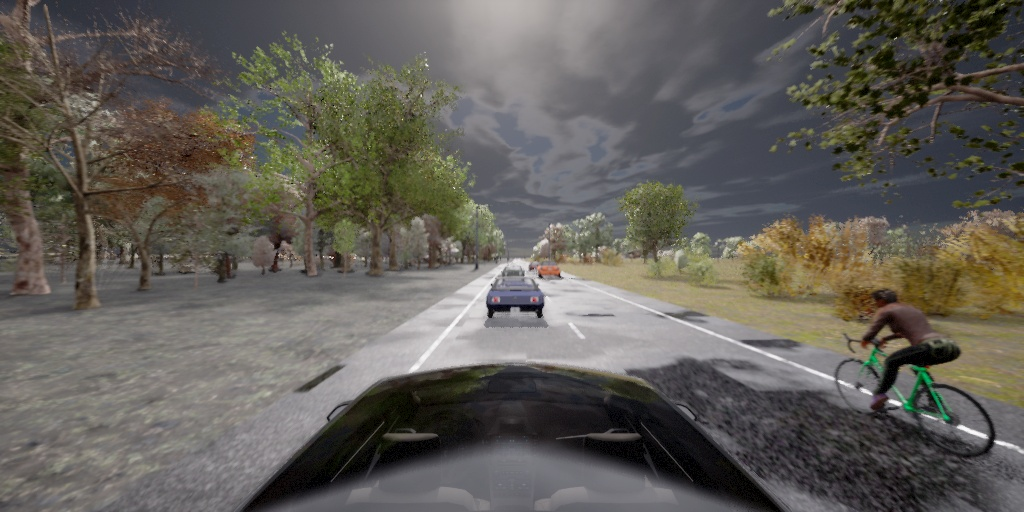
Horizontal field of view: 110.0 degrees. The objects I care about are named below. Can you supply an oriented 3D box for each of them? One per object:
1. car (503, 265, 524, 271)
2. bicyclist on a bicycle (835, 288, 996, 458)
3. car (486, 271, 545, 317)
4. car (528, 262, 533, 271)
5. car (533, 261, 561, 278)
[{"bbox_3d":[0.108,1.474,31.621,1.895,1.301,4.718,0,0,0],"label":"car"},{"bbox_3d":[4.468,1.213,4.140,0.582,1.620,1.656,0,-1,0],"label":"bicyclist on a bicycle"},{"bbox_3d":[0.103,1.398,13.388,1.895,1.301,4.718,0,0,0],"label":"car"},{"bbox_3d":[3.612,1.538,55.753,1.994,1.385,4.181,0,0,0],"label":"car"},{"bbox_3d":[3.610,1.244,36.083,2.097,1.767,4.553,0,0,0],"label":"car"}]
